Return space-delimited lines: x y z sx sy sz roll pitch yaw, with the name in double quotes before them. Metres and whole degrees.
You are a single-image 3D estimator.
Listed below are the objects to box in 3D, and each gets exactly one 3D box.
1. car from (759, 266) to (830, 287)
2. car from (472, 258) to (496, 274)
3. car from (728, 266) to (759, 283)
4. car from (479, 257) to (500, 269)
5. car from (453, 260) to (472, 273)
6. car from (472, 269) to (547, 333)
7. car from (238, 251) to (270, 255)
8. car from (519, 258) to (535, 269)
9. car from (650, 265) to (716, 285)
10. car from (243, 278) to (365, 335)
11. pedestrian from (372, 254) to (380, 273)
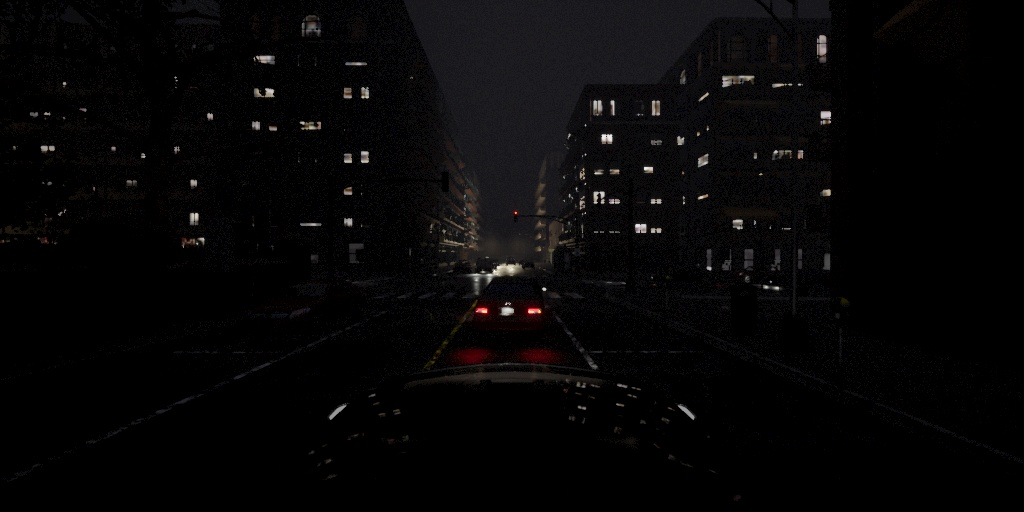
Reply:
"car" 23.484 1.731 28.896 5.357 1.411 2.033 1 0 -1
"car" -3.244 1.274 42.218 1.812 1.442 4.674 0 0 0
"car" 21.277 1.570 31.419 4.097 1.591 1.967 0 0 -1
"car" -3.273 1.101 52.108 2.097 1.767 4.553 0 0 0
"car" -5.833 1.188 42.886 1.967 1.591 4.097 0 0 0
"car" 0.048 1.297 10.692 2.033 1.411 5.357 0 0 3
"car" -17.618 0.694 25.043 5.566 2.045 2.150 1 0 -1
"car" 2.507 1.299 54.188 2.007 1.370 4.403 0 0 0
"car" 13.675 1.501 28.736 4.902 1.511 2.128 1 0 -1
"car" -5.717 1.331 10.475 1.802 1.307 4.207 0 0 0
"pedestrian" -12.824 0.652 33.854 0.375 1.860 0.375 0 -1 -1
